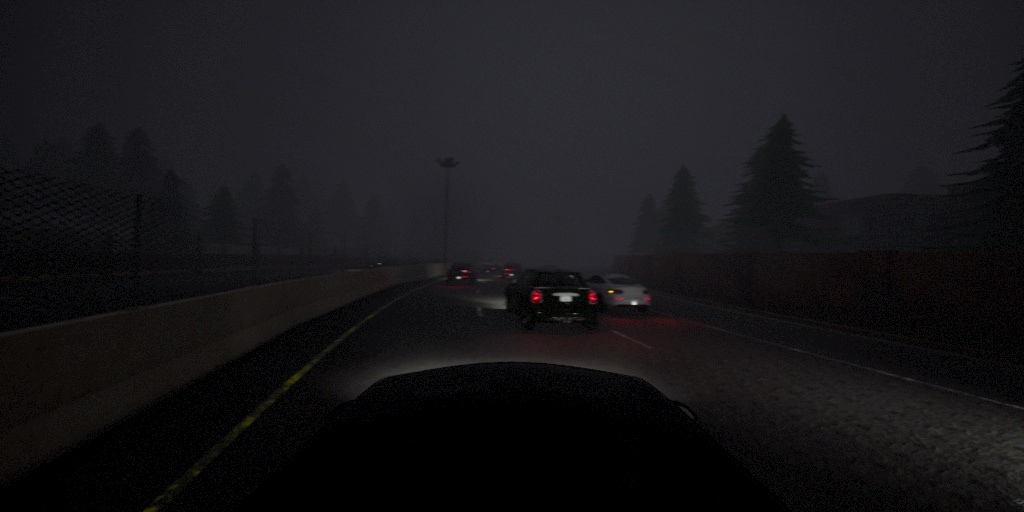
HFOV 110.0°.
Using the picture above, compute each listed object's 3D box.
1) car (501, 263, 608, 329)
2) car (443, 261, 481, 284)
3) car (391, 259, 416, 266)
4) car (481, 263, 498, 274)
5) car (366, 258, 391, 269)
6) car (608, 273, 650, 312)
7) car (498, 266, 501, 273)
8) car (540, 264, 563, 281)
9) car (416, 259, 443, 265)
[{"bbox_3d":[1.084,1.170,11.707,2.097,1.767,4.553,2,0,-10],"label":"car"},{"bbox_3d":[-3.611,1.237,26.602,1.837,1.490,4.892,2,-1,-1],"label":"car"},{"bbox_3d":[-12.663,1.082,45.167,2.033,1.411,5.357,2,0,10],"label":"car"},{"bbox_3d":[-2.328,1.429,42.024,1.895,1.301,4.718,2,0,9],"label":"car"},{"bbox_3d":[-16.250,0.935,44.852,1.837,1.490,4.892,2,-1,9],"label":"car"},{"bbox_3d":[4.082,1.445,15.119,1.812,1.442,4.674,2,0,-7],"label":"car"},{"bbox_3d":[0.140,1.374,33.204,1.837,1.490,4.892,1,0,4],"label":"car"},{"bbox_3d":[3.750,1.544,34.446,1.994,1.385,4.181,2,0,5],"label":"car"},{"bbox_3d":[-9.407,1.131,43.348,1.837,1.490,4.892,2,-1,9],"label":"car"}]
